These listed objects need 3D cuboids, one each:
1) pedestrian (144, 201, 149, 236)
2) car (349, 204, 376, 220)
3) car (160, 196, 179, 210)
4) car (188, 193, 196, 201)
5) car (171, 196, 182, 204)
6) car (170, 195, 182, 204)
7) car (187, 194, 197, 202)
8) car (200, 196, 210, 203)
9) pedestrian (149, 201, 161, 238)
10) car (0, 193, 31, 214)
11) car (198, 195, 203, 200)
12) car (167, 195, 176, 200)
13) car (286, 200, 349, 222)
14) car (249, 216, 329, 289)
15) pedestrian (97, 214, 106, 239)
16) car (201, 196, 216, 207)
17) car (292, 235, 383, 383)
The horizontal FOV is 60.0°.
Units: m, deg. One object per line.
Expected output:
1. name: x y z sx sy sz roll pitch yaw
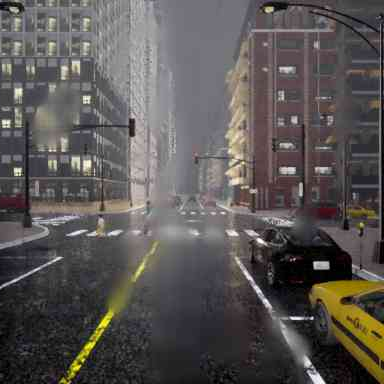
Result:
1. pedestrian: -2.123 1.295 17.059 0.375 1.860 0.375 0 0 0
2. car: 14.646 1.837 31.338 4.829 1.417 1.752 1 -1 0
3. car: -3.114 1.557 43.290 2.033 1.411 5.357 0 0 -4
4. car: 0.009 1.227 83.594 2.097 1.767 4.553 0 0 0
5. car: -3.040 1.527 64.831 1.837 1.490 4.892 0 0 0
6. car: -3.077 1.580 53.310 1.994 1.385 4.181 0 0 1
7. car: 0.008 1.547 73.621 1.812 1.442 4.674 0 0 0
8. car: 2.699 1.578 69.588 2.008 1.369 4.403 0 0 0
9. pedestrian: -1.812 1.295 16.458 0.375 1.860 0.375 0 0 0
10. car: -17.690 1.030 31.063 5.009 1.841 2.192 1 -1 0
11. car: 2.698 1.574 63.940 2.008 1.369 4.403 0 0 0
12. car: -5.680 1.599 92.183 2.008 1.369 4.403 0 0 0
13. car: 10.526 1.580 28.699 4.553 1.767 2.097 1 0 0
14. car: 2.693 1.566 8.999 1.947 1.339 4.313 0 0 0
15. pedestrian: -4.310 1.575 15.858 0.375 1.300 0.375 0 0 0
16. car: 2.747 1.596 51.023 1.802 1.307 4.206 0 0 0
17. car: 2.693 1.525 3.486 1.752 1.417 4.829 0 0 0
